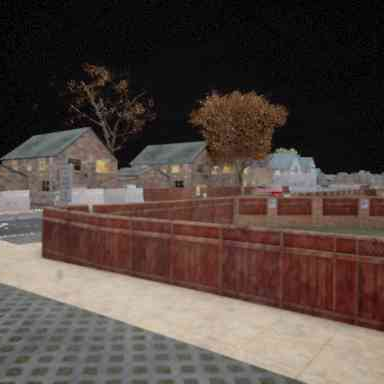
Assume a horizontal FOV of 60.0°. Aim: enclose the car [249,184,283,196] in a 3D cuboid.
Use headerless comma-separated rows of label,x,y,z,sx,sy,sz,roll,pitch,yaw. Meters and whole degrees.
car,9.239,0.040,40.955,2.150,2.045,5.566,2,3,40
